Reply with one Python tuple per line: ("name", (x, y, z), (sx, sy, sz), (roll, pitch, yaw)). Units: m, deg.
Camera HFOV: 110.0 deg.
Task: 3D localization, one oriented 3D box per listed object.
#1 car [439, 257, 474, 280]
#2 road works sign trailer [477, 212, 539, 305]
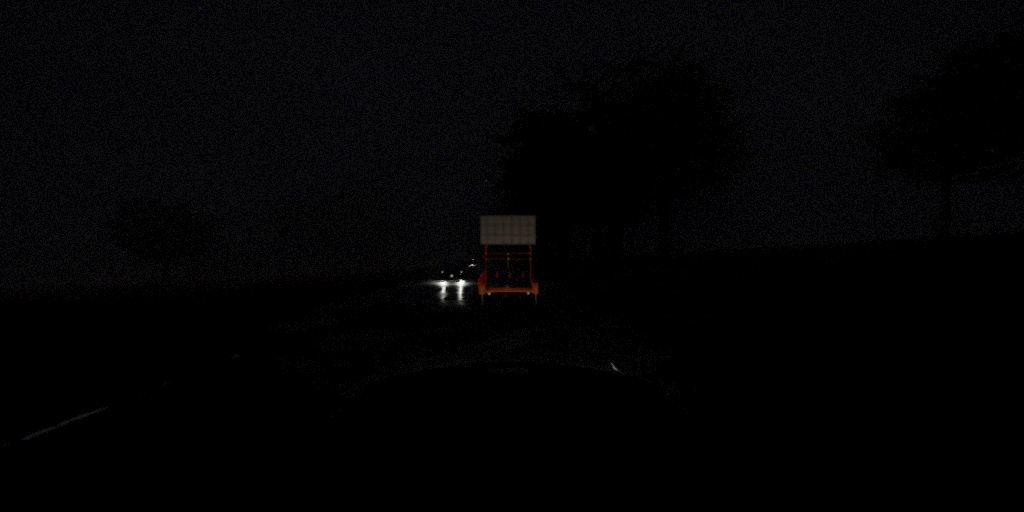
("car", (-4.344, 1.004, 27.708), (2.033, 1.411, 5.357), (0, 0, -3))
("road works sign trailer", (-0.157, 0.005, 14.672), (2.380, 3.560, 2.880), (0, 0, -2))
